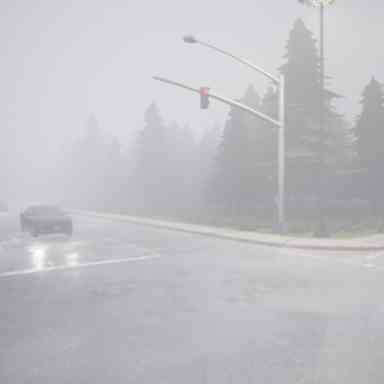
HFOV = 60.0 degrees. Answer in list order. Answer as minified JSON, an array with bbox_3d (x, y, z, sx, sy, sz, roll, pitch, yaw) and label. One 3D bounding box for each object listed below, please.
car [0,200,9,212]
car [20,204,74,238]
[{"bbox_3d":[-21.596,1.551,36.741,1.994,1.385,4.181,0,0,-35],"label":"car"},{"bbox_3d":[-7.920,1.460,17.927,1.882,1.535,5.008,0,0,-36],"label":"car"}]
